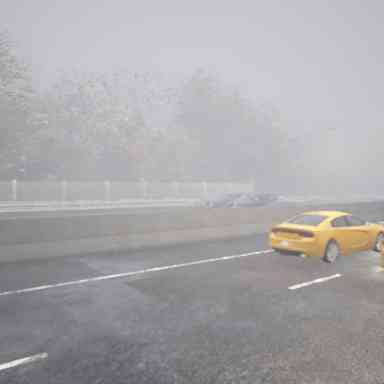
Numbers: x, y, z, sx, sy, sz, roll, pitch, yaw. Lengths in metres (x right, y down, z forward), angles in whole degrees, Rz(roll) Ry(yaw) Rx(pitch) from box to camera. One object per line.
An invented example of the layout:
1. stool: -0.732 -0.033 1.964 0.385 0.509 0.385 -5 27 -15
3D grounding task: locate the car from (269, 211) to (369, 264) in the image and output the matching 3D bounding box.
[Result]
1. car: 4.867 1.412 11.639 5.008 1.535 1.882 0 0 -35

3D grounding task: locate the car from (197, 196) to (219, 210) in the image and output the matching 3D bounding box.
1. car: 3.635 1.098 32.351 5.566 2.045 2.150 0 0 -35

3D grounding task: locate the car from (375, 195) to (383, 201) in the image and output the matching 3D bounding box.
1. car: 34.345 1.178 58.354 5.357 1.411 2.033 0 0 -34

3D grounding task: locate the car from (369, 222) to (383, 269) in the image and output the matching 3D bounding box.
1. car: 6.997 1.408 8.857 5.008 1.535 1.882 0 0 -35

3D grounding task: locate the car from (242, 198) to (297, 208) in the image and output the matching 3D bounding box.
1. car: 6.743 1.424 25.979 5.357 1.411 2.033 0 0 -35

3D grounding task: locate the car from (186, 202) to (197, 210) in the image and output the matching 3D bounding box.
1. car: 1.666 1.384 35.243 4.892 1.490 1.837 0 0 -35

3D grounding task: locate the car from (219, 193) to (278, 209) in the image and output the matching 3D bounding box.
1. car: 5.435 1.096 29.340 5.566 2.045 2.150 0 0 -35
